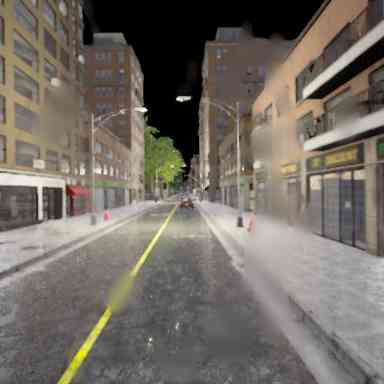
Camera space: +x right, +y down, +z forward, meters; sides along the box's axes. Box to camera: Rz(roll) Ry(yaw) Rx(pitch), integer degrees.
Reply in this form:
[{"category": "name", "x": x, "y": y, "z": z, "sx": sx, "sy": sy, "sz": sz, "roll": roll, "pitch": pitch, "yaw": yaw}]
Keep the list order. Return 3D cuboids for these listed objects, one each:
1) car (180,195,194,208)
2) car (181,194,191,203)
[{"category": "car", "x": -0.771, "y": 1.534, "z": 48.037, "sx": 1.812, "sy": 1.442, "sz": 4.674, "roll": -1, "pitch": 0, "yaw": -1}, {"category": "car", "x": -1.252, "y": 1.365, "z": 68.345, "sx": 2.097, "sy": 1.767, "sz": 4.553, "roll": -1, "pitch": 0, "yaw": -1}]
